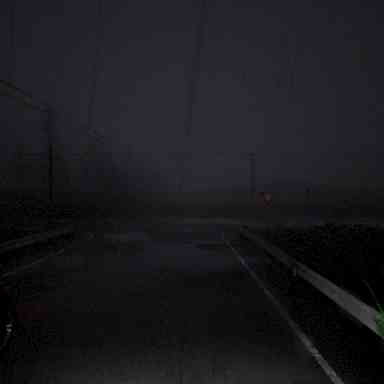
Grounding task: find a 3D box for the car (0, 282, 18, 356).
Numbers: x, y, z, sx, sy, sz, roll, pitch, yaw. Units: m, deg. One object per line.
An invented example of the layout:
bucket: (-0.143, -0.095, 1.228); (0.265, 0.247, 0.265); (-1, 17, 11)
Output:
car: (-3.588, 1.588, 3.259); (1.994, 1.385, 4.181); (0, -1, 0)
